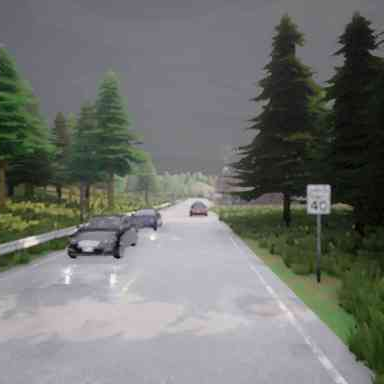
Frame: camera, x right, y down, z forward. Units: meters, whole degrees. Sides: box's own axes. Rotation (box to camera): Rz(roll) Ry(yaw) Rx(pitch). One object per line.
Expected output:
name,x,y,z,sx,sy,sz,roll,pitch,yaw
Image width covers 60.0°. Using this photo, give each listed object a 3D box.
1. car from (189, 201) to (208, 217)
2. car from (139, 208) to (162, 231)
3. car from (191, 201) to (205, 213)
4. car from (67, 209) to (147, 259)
car,0.724,2.017,36.970,1.994,1.385,4.181,0,-1,1
car,-3.110,1.816,22.905,1.812,1.442,4.674,0,-1,1
car,0.877,2.079,46.884,1.837,1.490,4.892,0,-1,2
car,-3.378,1.655,13.408,2.128,1.511,4.902,0,-1,1
